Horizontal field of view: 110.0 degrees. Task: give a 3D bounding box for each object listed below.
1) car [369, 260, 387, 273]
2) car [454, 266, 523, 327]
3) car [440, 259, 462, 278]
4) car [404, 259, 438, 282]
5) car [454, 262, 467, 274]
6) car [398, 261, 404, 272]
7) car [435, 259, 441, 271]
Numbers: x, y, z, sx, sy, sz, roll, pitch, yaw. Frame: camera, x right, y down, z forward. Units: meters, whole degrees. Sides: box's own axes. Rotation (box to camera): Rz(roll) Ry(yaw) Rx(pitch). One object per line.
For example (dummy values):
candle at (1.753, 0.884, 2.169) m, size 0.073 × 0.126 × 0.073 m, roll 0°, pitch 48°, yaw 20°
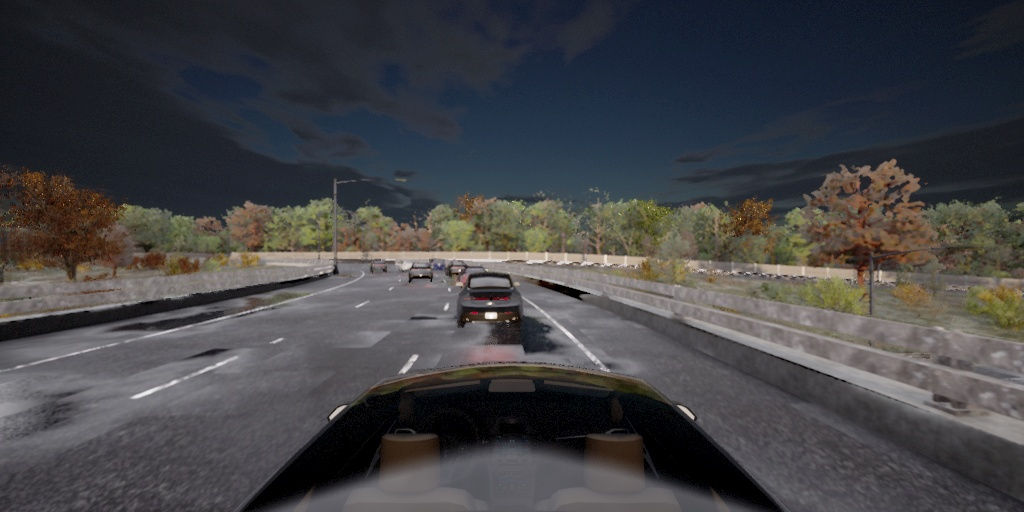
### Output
car at (-16.584, 1.257, 44.389) m, size 2.128 × 1.511 × 4.902 m, roll 0°, pitch 0°, yaw -24°
car at (-0.757, 1.257, 11.574) m, size 1.837 × 1.490 × 4.892 m, roll 0°, pitch 0°, yaw -5°
car at (-5.387, 1.248, 34.655) m, size 2.128 × 1.511 × 4.902 m, roll 0°, pitch 0°, yaw -17°
car at (-7.412, 1.249, 29.208) m, size 2.128 × 1.511 × 4.902 m, roll 0°, pitch 0°, yaw -14°
car at (-2.431, 1.317, 22.721) m, size 1.994 × 1.385 × 4.181 m, roll 0°, pitch 0°, yaw -11°
car at (-13.319, 1.288, 45.668) m, size 1.812 × 1.442 × 4.674 m, roll 0°, pitch 0°, yaw -24°
car at (-9.893, 1.112, 46.520) m, size 2.097 × 1.767 × 4.553 m, roll 0°, pitch 0°, yaw -23°
